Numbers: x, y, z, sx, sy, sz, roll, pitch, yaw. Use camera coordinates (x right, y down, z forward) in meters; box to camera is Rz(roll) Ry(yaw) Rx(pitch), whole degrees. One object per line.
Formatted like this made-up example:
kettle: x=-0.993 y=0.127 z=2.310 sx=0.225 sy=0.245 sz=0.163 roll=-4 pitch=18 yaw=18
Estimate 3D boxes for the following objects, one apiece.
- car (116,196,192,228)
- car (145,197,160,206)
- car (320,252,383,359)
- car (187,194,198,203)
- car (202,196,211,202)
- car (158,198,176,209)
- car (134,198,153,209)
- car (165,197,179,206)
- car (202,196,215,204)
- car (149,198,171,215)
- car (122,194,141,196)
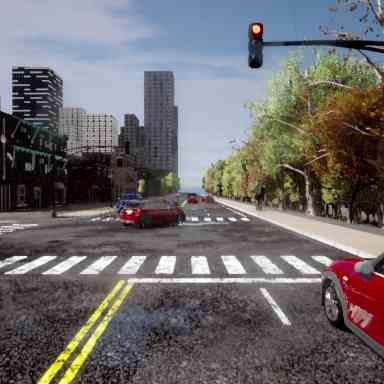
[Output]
car: x=-2.516 y=1.347 z=22.439 sx=2.097 sy=1.767 sz=4.553 roll=0 pitch=0 yaw=44
car: x=-6.546 y=1.544 z=55.558 sx=1.994 sy=1.385 sz=4.181 roll=0 pitch=0 yaw=1
car: x=3.350 y=1.351 z=4.160 sx=2.097 sy=1.767 sz=4.553 roll=0 pitch=0 yaw=0
car: x=0.131 y=1.539 z=65.975 sx=1.994 sy=1.385 sz=4.181 roll=0 pitch=0 yaw=0
car: x=3.285 y=1.523 z=75.475 sx=1.994 sy=1.385 sz=4.181 roll=0 pitch=0 yaw=0
car: x=-3.311 y=1.532 z=45.429 sx=2.033 sy=1.411 sz=5.357 roll=0 pitch=0 yaw=0
car: x=-6.563 y=1.585 z=45.529 sx=1.895 sy=1.301 sz=4.718 roll=0 pitch=0 yaw=0
car: x=-3.299 y=1.527 z=56.002 sx=2.033 sy=1.411 sz=5.357 roll=0 pitch=0 yaw=0
car: x=3.379 y=1.453 z=65.332 sx=1.882 sy=1.535 sz=5.008 roll=0 pitch=0 yaw=0
car: x=-3.321 y=1.467 z=35.531 sx=1.882 sy=1.535 sz=5.008 roll=0 pitch=0 yaw=0
car: x=-6.568 y=1.210 z=35.782 sx=2.150 sy=2.045 sz=5.566 roll=0 pitch=0 yaw=0
